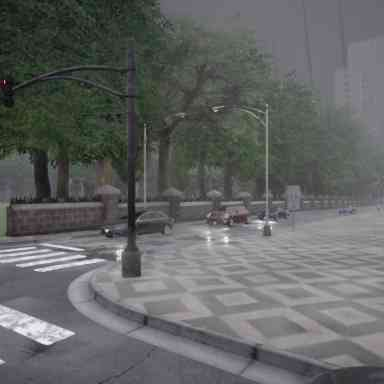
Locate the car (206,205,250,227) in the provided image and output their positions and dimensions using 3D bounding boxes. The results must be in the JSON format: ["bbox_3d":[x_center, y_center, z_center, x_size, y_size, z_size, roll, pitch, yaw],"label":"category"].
[{"bbox_3d":[3.082,1.882,27.732,2.097,1.767,4.553,0,-1,35],"label":"car"}]

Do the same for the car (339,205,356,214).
[{"bbox_3d":[24.836,2.781,53.107,2.033,1.411,5.357,0,-1,34],"label":"car"}]

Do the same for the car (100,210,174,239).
[{"bbox_3d":[-2.991,1.821,19.100,1.837,1.490,4.892,0,-2,35],"label":"car"}]

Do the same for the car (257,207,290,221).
[{"bbox_3d":[8.991,2.294,36.129,2.033,1.411,5.357,0,-1,35],"label":"car"}]

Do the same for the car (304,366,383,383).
[{"bbox_3d":[2.454,1.551,1.218,4.403,1.369,2.008,0,0,35],"label":"car"}]
